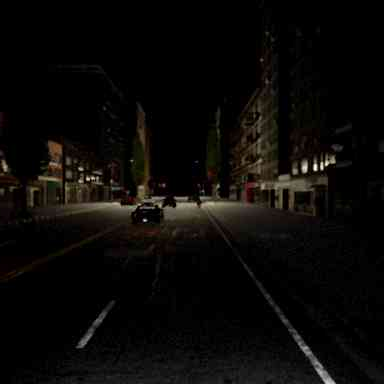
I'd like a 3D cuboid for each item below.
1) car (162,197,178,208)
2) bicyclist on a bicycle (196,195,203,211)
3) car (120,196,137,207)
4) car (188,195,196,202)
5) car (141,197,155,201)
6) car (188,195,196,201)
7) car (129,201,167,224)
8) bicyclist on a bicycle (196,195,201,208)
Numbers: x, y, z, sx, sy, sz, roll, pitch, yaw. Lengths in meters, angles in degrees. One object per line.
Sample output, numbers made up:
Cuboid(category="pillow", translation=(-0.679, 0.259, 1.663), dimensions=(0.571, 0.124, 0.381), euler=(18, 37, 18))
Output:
Cuboid(category="car", translation=(-3.154, 1.473, 46.961), dimensions=(1.837, 1.490, 4.892), euler=(0, 0, 0))
Cuboid(category="bicyclist on a bicycle", translation=(0.873, 1.412, 39.535), dimensions=(0.866, 1.612, 1.509), euler=(0, 0, 0))
Cuboid(category="car", translation=(-9.810, 1.440, 51.285), dimensions=(1.882, 1.535, 5.008), euler=(0, 0, 0))
Cuboid(category="car", translation=(-0.005, 1.434, 73.224), dimensions=(1.837, 1.490, 4.892), euler=(0, 0, 0))
Cuboid(category="car", translation=(-6.565, 1.490, 49.940), dimensions=(1.812, 1.442, 4.674), euler=(0, 0, 0))
Cuboid(category="car", translation=(-0.005, 1.433, 83.821), dimensions=(1.812, 1.442, 4.674), euler=(0, 0, 0))
Cuboid(category="car", translation=(-3.153, 1.590, 24.552), dimensions=(1.895, 1.301, 4.718), euler=(0, 0, 0))
Cuboid(category="bicyclist on a bicycle", translation=(0.890, 1.338, 47.742), dimensions=(0.659, 1.776, 1.843), euler=(0, 0, 0))
